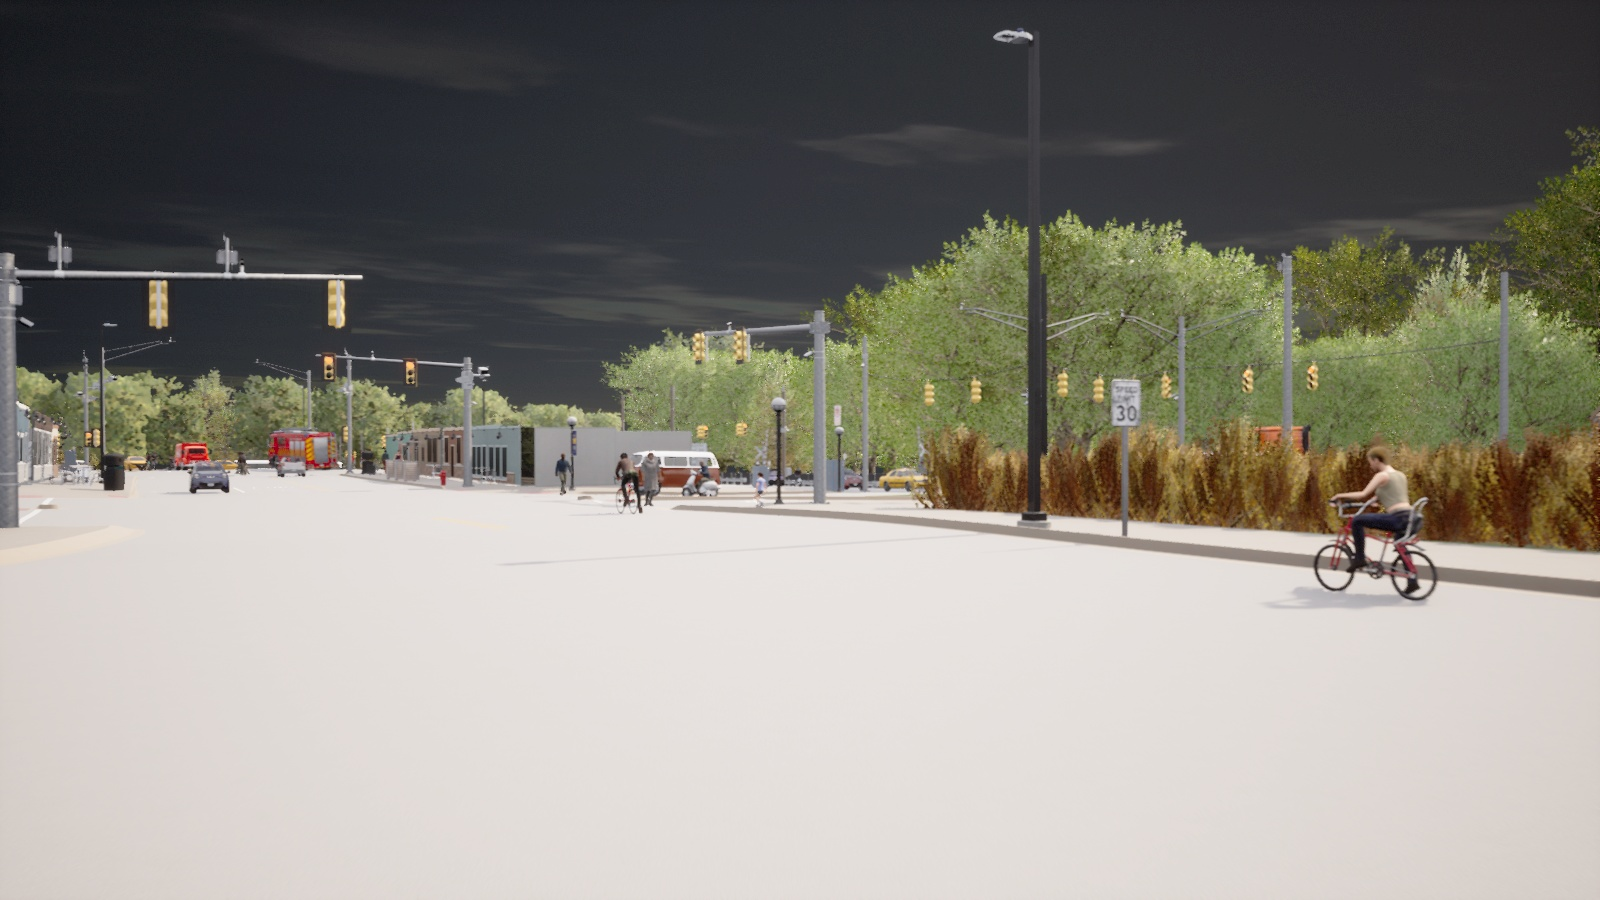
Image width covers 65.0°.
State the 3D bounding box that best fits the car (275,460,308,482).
[{"bbox_3d":[-37.036,1.519,91.391,1.845,1.501,3.633,-1,1,-28],"label":"car"}]

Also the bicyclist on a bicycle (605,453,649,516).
[{"bbox_3d":[-4.594,0.928,33.354,0.582,1.620,1.656,-1,-1,-28],"label":"bicyclist on a bicycle"}]

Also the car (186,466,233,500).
[{"bbox_3d":[-28.179,1.542,59.918,1.845,1.501,3.633,-1,0,-28],"label":"car"}]

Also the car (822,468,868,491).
[{"bbox_3d":[3.131,2.043,87.323,1.845,1.501,3.633,-2,-1,-22],"label":"car"}]

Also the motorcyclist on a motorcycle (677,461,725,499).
[{"bbox_3d":[-4.223,1.275,53.461,1.817,1.590,0.866,1,-1,-33],"label":"motorcyclist on a motorcycle"}]

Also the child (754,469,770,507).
[{"bbox_3d":[-1.152,1.143,37.746,0.394,1.110,0.255,0,1,40],"label":"child"}]

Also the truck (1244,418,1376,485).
[{"bbox_3d":[28.070,0.066,69.545,2.891,3.462,7.936,-2,0,-10],"label":"truck"}]

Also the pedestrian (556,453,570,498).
[{"bbox_3d":[-9.928,1.065,52.520,0.370,1.835,0.726,-1,1,-25],"label":"pedestrian"}]

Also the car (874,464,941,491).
[{"bbox_3d":[6.711,1.742,78.856,1.801,1.575,5.366,-2,-1,-23],"label":"car"}]

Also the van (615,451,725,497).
[{"bbox_3d":[-5.871,1.112,56.931,4.480,2.038,2.069,1,-2,-29],"label":"van"}]

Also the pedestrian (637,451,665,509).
[{"bbox_3d":[-5.067,1.005,42.625,0.659,1.952,0.873,-1,1,-27],"label":"pedestrian"}]

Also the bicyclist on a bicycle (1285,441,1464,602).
[{"bbox_3d":[6.147,0.714,13.506,0.866,1.612,1.509,-1,1,-30],"label":"bicyclist on a bicycle"}]
